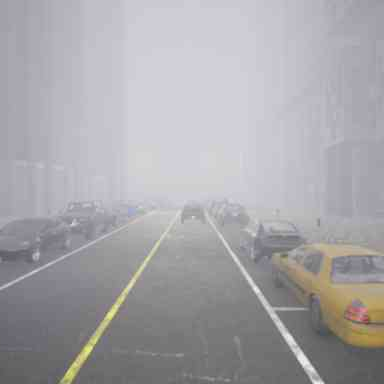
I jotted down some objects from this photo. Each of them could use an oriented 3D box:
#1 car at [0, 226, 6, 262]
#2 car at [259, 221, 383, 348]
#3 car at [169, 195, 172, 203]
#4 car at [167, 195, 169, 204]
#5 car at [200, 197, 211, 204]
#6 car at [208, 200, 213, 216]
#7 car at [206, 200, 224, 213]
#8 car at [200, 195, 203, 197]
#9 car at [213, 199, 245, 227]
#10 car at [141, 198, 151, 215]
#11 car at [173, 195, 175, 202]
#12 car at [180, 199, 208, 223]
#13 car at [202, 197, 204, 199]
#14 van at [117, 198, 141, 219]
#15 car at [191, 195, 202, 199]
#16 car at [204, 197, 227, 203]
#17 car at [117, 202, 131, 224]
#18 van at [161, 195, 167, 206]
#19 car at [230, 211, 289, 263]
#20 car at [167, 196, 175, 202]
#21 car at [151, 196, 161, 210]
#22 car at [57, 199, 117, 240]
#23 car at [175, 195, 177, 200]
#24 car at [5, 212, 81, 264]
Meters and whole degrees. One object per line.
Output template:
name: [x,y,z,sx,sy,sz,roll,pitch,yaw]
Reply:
car: [-5.769,1.588,6.322,1.947,1.339,4.313,0,0,0]
car: [2.756,1.549,6.508,1.752,1.417,4.829,0,0,0]
car: [-5.807,1.795,68.324,2.008,1.369,4.403,0,0,0]
car: [-5.804,1.747,62.519,1.752,1.417,4.829,0,0,0]
car: [2.718,1.810,68.337,1.947,1.339,4.313,0,0,0]
car: [2.742,1.668,28.883,1.947,1.339,4.313,0,0,0]
car: [2.735,1.686,40.156,1.887,1.381,4.507,0,0,0]
car: [2.724,1.642,57.064,1.967,1.590,4.097,0,0,0]
car: [2.745,1.522,23.247,1.967,1.590,4.097,0,0,0]
car: [-5.787,1.562,34.506,1.967,1.590,4.097,0,0,0]
car: [-5.815,1.729,79.598,1.967,1.590,4.097,0,0,0]
car: [0.084,1.601,26.864,1.837,1.490,4.892,0,0,0]
car: [2.732,1.728,45.792,1.947,1.339,4.313,0,0,0]
van: [-5.784,1.443,28.869,1.690,1.788,3.998,0,0,0]
car: [0.063,1.616,45.278,1.801,1.575,5.366,0,0,0]
car: [2.738,1.437,34.521,2.192,1.841,5.009,0,0,0]
car: [-5.779,1.627,23.232,1.887,1.381,4.507,0,0,0]
van: [-5.801,1.543,57.053,1.690,1.788,3.998,0,0,0]
car: [2.753,1.593,11.974,2.008,1.369,4.403,0,0,0]
car: [-5.821,1.900,90.871,1.947,1.339,4.313,0,0,0]
car: [-5.794,1.602,45.779,1.967,1.590,4.097,0,0,0]
car: [-5.777,1.377,17.595,2.192,1.841,5.009,0,0,0]
car: [-5.819,1.626,85.236,2.192,1.841,5.009,0,0,0]
car: [-5.772,1.608,11.958,1.947,1.339,4.313,0,0,0]
